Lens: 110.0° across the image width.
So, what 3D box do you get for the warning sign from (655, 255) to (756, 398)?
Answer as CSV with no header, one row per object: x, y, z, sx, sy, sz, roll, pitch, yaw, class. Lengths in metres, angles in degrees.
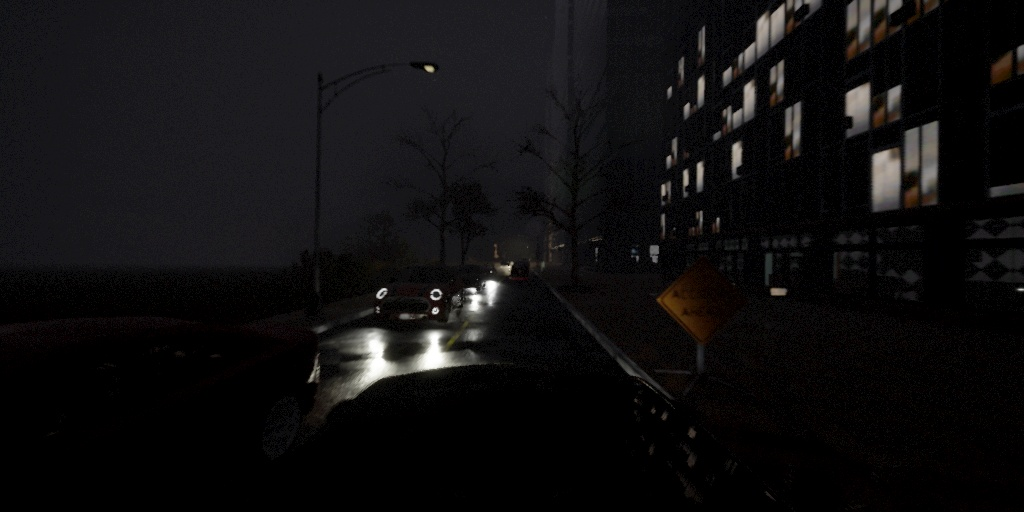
2.741,0.922,5.222,1.300,1.860,1.060,0,0,1,warning sign

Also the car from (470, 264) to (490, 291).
-2.692,1.291,22.308,1.837,1.490,4.892,1,0,1,car

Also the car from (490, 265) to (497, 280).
-2.424,1.430,32.694,1.895,1.301,4.718,1,0,2,car

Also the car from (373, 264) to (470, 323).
-2.915,1.097,12.171,2.097,1.767,4.553,1,0,1,car

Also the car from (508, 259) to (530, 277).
0.830,1.377,37.628,1.882,1.535,5.008,1,0,1,car

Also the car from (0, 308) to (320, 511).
-3.140,1.179,2.002,1.882,1.535,5.008,1,0,1,car
